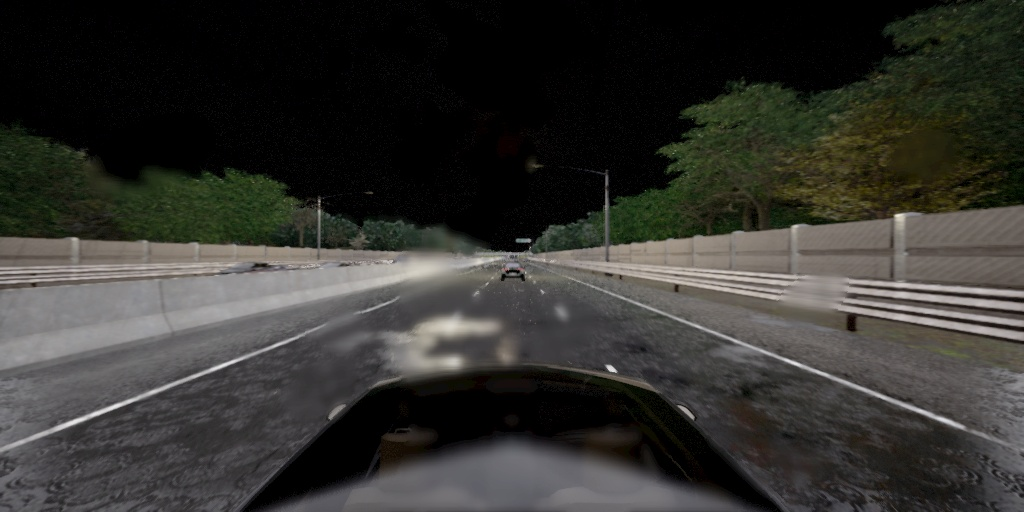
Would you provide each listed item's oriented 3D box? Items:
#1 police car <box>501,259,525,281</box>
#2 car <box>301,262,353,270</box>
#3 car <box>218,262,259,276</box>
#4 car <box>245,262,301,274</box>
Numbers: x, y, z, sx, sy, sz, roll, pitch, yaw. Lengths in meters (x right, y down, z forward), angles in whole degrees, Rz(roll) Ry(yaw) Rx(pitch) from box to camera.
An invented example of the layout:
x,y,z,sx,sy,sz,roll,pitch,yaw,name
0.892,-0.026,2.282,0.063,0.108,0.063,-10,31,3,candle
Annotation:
x,y,z,sx,sy,sz,roll,pitch,yaw,name
0.080,1.247,30.361,2.038,1.542,4.974,0,0,0,police car
-14.085,1.216,28.412,1.882,1.535,5.008,0,0,0,car
-21.083,1.243,28.816,1.837,1.490,4.892,0,-1,0,car
-17.589,1.338,27.512,1.895,1.301,4.718,0,0,0,car
